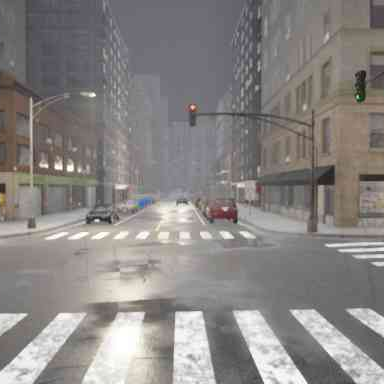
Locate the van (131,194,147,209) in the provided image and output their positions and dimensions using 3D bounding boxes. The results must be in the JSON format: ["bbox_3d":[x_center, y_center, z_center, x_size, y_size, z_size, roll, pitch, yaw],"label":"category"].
[{"bbox_3d":[-6.894,1.267,41.010,1.690,1.788,3.998,-1,0,-2],"label":"van"}]

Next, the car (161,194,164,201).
[{"bbox_3d":[-7.912,1.289,74.509,1.967,1.590,4.097,-1,0,-2],"label":"car"}]

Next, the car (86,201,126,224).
[{"bbox_3d":[-6.382,1.523,24.261,1.947,1.339,4.313,-1,0,-2],"label":"car"}]

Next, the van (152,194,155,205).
[{"bbox_3d":[-7.234,1.243,52.177,1.690,1.788,3.998,-1,0,-2],"label":"van"}]

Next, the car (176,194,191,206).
[{"bbox_3d":[-1.603,1.403,53.854,1.837,1.490,4.892,0,0,-2],"label":"car"}]

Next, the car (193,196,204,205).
[{"bbox_3d":[1.123,1.414,58.190,1.752,1.417,4.829,-1,0,-2],"label":"car"}]

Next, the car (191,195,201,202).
[{"bbox_3d":[0.791,1.428,69.186,1.947,1.339,4.313,-1,0,-2],"label":"car"}]

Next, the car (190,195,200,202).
[{"bbox_3d":[0.623,1.399,74.769,2.008,1.369,4.403,-1,0,-2],"label":"car"}]

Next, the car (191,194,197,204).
[{"bbox_3d":[1.463,1.229,46.852,2.192,1.841,5.009,-1,0,-2],"label":"car"}]

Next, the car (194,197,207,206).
[{"bbox_3d":[1.297,1.484,52.436,1.802,1.307,4.206,-1,0,-2],"label":"car"}]

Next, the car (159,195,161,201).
[{"bbox_3d":[-7.572,1.316,63.343,1.967,1.590,4.097,-1,0,-2],"label":"car"}]

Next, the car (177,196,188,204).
[{"bbox_3d":[-1.920,1.421,64.271,2.033,1.411,5.357,0,0,-2],"label":"car"}]

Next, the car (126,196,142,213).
[{"bbox_3d":[-6.717,1.463,35.257,1.752,1.417,4.829,-1,0,-2],"label":"car"}]

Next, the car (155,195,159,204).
[{"bbox_3d":[-7.404,1.204,57.760,2.192,1.841,5.009,-1,0,-2],"label":"car"}]

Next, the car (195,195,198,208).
[{"bbox_3d":[1.629,1.451,41.439,1.752,1.417,4.829,-1,0,-2],"label":"car"}]

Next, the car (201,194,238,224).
[{"bbox_3d":[2.137,1.272,24.519,2.192,1.841,5.009,-1,0,-2],"label":"car"}]

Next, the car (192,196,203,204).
[{"bbox_3d":[0.960,1.441,63.603,1.947,1.339,4.313,-1,0,-2],"label":"car"}]

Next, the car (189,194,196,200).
[{"bbox_3d":[0.117,1.355,91.519,2.008,1.369,4.403,-1,0,-2],"label":"car"}]

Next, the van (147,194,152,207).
[{"bbox_3d":[-7.064,1.255,46.594,1.690,1.788,3.998,-1,0,-2],"label":"van"}]

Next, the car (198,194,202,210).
[{"bbox_3d":[1.969,1.262,30.103,2.192,1.841,5.009,-1,0,-2],"label":"car"}]
